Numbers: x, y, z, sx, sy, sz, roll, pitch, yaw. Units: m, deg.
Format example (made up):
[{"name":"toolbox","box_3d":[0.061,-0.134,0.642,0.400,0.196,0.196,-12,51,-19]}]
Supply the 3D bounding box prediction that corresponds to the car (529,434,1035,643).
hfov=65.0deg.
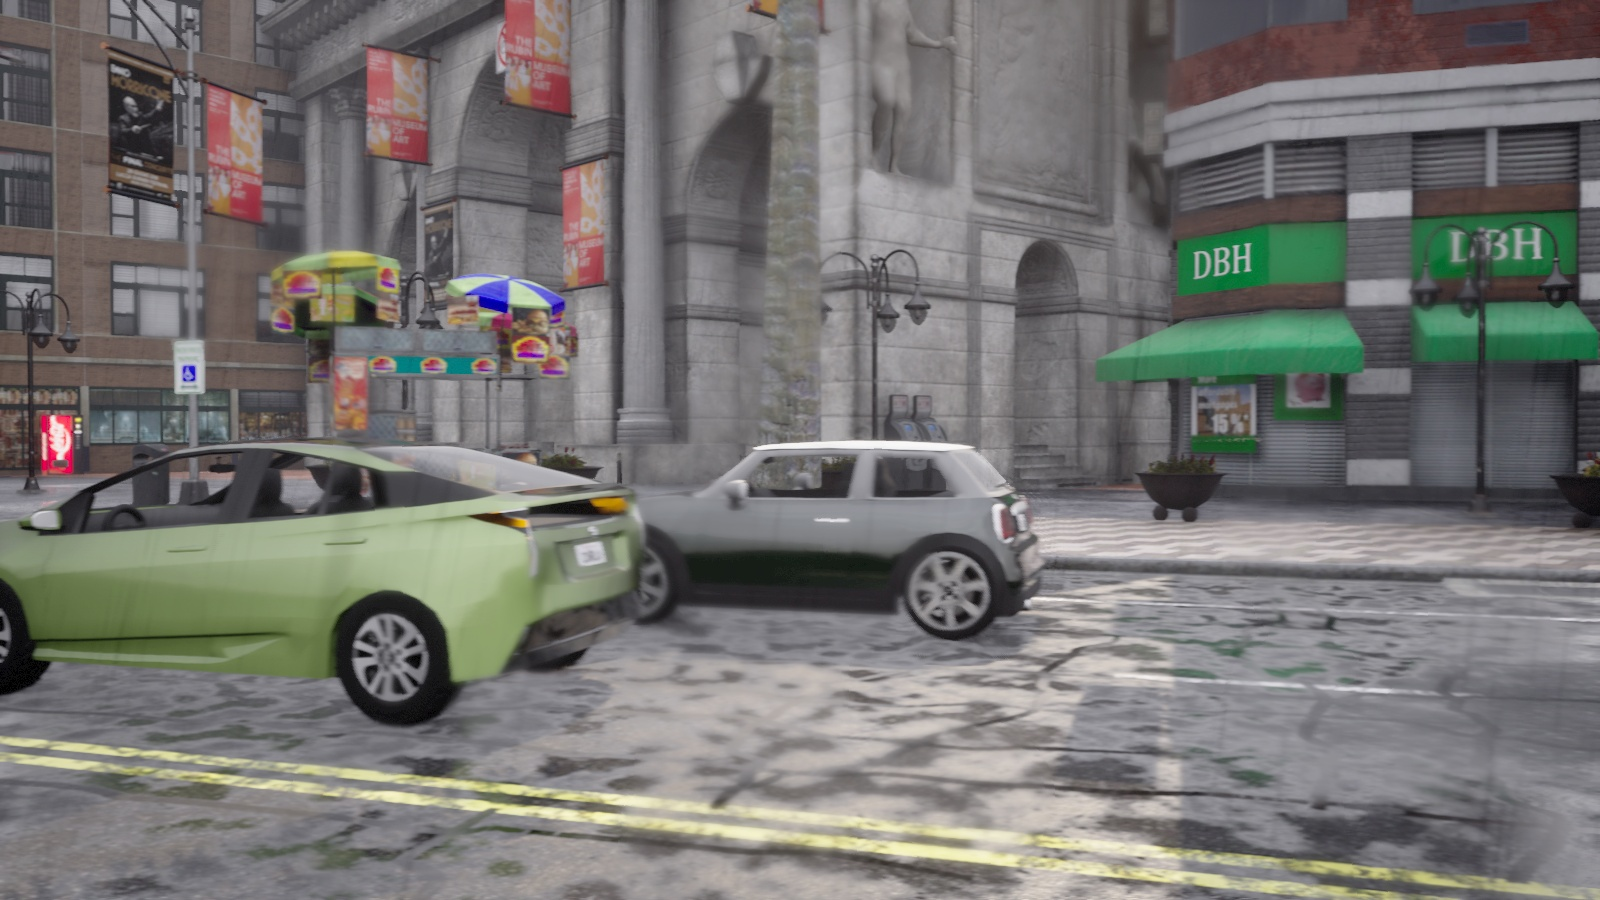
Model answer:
[{"name":"car","box_3d":[-0.074,0.617,10.507,3.806,1.475,1.970,1,1,17]}]

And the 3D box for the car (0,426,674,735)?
[{"name":"car","box_3d":[-3.278,0.624,7.893,4.514,1.525,2.007,1,1,18]}]
